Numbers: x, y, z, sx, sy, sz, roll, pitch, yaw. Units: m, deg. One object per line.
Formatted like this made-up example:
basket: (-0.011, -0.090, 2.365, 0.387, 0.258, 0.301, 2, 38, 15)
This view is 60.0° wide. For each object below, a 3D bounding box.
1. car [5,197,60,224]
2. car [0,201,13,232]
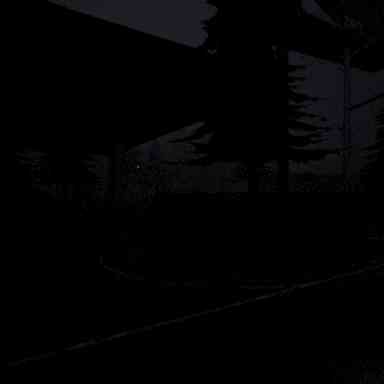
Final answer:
car: (-11.605, 1.308, 23.723, 3.866, 1.878, 1.905, 0, 0, -36)
car: (-11.828, 1.481, 16.595, 4.611, 1.667, 2.242, 0, 0, -36)
